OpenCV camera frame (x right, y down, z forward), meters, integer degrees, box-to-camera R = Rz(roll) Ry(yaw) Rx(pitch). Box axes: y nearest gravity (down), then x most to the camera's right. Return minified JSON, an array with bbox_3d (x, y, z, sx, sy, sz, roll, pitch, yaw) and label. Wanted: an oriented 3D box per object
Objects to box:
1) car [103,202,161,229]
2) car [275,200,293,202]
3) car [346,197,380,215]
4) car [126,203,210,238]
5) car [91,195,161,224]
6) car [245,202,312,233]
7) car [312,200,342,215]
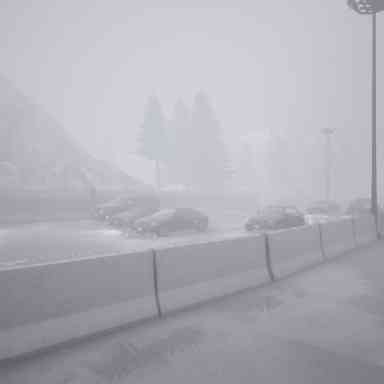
[{"bbox_3d":[-3.024,1.564,20.763,1.994,1.385,4.181,0,0,43],"label":"car"},{"bbox_3d":[9.494,1.525,34.843,1.812,1.442,4.674,0,0,42],"label":"car"},{"bbox_3d":[16.715,1.351,32.421,2.097,1.767,4.553,0,0,42],"label":"car"},{"bbox_3d":[-0.959,1.525,17.843,1.812,1.442,4.674,0,0,43],"label":"car"},{"bbox_3d":[-4.561,1.222,24.254,2.150,2.045,5.566,0,0,42],"label":"car"},{"bbox_3d":[4.889,1.526,19.078,1.812,1.442,4.674,0,0,42],"label":"car"},{"bbox_3d":[13.801,1.548,34.411,2.033,1.411,5.357,0,0,42],"label":"car"}]
